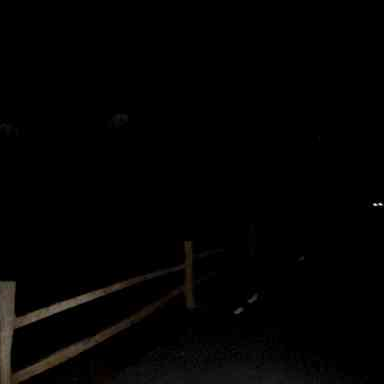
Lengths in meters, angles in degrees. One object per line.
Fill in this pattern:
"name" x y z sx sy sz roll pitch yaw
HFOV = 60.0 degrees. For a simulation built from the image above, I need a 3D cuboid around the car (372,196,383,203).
"car" 41.759 1.738 74.857 2.128 1.511 4.902 -2 -1 30
